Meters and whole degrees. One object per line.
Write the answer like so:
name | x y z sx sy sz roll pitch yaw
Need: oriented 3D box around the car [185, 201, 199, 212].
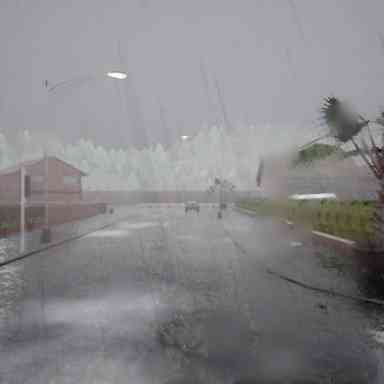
car | 0.039 1.993 46.592 1.837 1.490 4.892 0 -1 1
